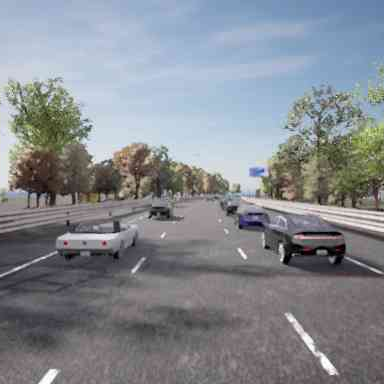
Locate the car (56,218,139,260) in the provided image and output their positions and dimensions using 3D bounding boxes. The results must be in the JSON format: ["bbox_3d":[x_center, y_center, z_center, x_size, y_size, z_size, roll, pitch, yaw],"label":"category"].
[{"bbox_3d":[-3.276,1.637,12.560,1.895,1.301,4.718,0,0,1],"label":"car"}]

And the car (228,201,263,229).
[{"bbox_3d":[3.842,1.572,22.085,2.163,1.488,4.792,0,0,2],"label":"car"}]

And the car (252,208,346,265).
[{"bbox_3d":[3.730,1.528,11.882,2.128,1.511,4.902,0,0,1],"label":"car"}]

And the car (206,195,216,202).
[{"bbox_3d":[4.688,1.701,84.870,2.033,1.411,5.357,0,0,7],"label":"car"}]

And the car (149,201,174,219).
[{"bbox_3d":[-2.750,1.594,30.414,1.837,1.490,4.892,0,0,2],"label":"car"}]

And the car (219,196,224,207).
[{"bbox_3d":[4.794,1.570,43.790,2.033,1.649,4.856,0,0,3],"label":"car"}]

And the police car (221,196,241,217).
[{"bbox_3d":[4.246,1.527,33.035,1.930,1.638,5.238,0,0,3],"label":"police car"}]
